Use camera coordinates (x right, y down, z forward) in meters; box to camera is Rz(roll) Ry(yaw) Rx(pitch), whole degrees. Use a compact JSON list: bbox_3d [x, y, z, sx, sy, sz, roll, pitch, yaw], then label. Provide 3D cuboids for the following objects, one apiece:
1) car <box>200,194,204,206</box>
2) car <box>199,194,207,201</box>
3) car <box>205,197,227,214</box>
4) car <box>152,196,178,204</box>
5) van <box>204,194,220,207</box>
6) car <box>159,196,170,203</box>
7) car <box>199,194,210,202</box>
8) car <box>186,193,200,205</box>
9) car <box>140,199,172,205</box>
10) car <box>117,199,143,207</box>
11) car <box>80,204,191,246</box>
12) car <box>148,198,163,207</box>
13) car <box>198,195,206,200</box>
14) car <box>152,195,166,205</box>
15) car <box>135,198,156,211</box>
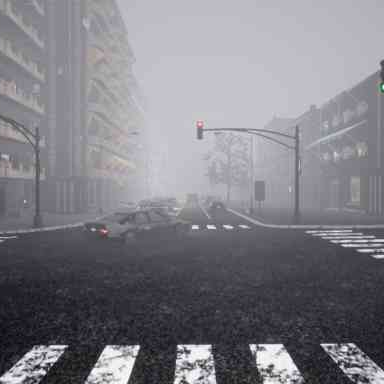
[{"bbox_3d":[2.702,1.420,52.276,1.967,1.590,4.097,0,0,0],"label":"car"},{"bbox_3d":[2.712,1.396,85.476,1.967,1.590,4.097,0,0,0],"label":"car"},{"bbox_3d":[2.698,1.555,35.675,1.947,1.339,4.313,0,0,0],"label":"car"},{"bbox_3d":[-3.087,1.535,38.659,2.033,1.411,5.357,0,0,0],"label":"car"},{"bbox_3d":[2.698,1.327,41.208,1.690,1.788,3.998,0,0,0],"label":"van"},{"bbox_3d":[-5.672,1.551,68.886,1.802,1.307,4.206,0,0,0],"label":"car"},{"bbox_3d":[2.708,1.280,74.410,2.192,1.841,5.009,0,0,0],"label":"car"},{"bbox_3d":[0.117,1.198,59.018,2.150,2.045,5.566,0,0,0],"label":"car"},{"bbox_3d":[-3.100,1.556,29.311,1.994,1.385,4.181,0,0,-1],"label":"car"},{"bbox_3d":[-5.684,1.542,30.151,2.008,1.369,4.403,0,0,0],"label":"car"},{"bbox_3d":[-2.392,1.534,15.376,2.033,1.411,5.357,0,1,40],"label":"car"},{"bbox_3d":[-5.677,1.562,52.286,1.802,1.307,4.206,0,0,0],"label":"car"},{"bbox_3d":[2.715,1.496,91.010,1.887,1.381,4.507,0,0,0],"label":"car"},{"bbox_3d":[-5.677,1.417,57.819,1.967,1.590,4.097,0,0,0],"label":"car"},{"bbox_3d":[-5.680,1.531,41.218,1.887,1.381,4.507,0,0,0],"label":"car"}]
